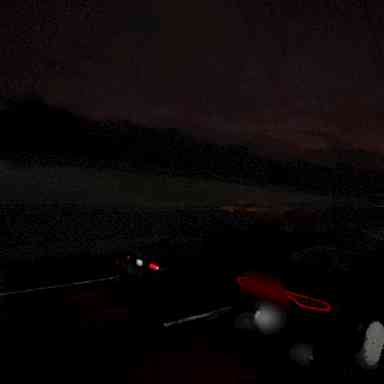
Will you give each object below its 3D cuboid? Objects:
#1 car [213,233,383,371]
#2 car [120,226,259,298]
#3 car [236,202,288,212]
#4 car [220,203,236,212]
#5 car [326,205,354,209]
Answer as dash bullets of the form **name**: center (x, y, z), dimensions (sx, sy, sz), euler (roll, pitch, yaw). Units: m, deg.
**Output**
- **car**: center (2.957, 1.541, 5.855), dimensions (5.008, 1.535, 1.882), euler (1, 0, -36)
- **car**: center (0.895, 1.611, 8.683), dimensions (5.357, 1.411, 2.033), euler (1, 0, -36)
- **car**: center (6.680, 1.745, 30.285), dimensions (5.008, 1.535, 1.882), euler (1, 0, -36)
- **car**: center (4.975, 1.749, 33.370), dimensions (5.008, 1.535, 1.882), euler (1, 0, -36)
- **car**: center (13.846, 1.888, 31.157), dimensions (5.357, 1.411, 2.033), euler (1, 0, -36)
